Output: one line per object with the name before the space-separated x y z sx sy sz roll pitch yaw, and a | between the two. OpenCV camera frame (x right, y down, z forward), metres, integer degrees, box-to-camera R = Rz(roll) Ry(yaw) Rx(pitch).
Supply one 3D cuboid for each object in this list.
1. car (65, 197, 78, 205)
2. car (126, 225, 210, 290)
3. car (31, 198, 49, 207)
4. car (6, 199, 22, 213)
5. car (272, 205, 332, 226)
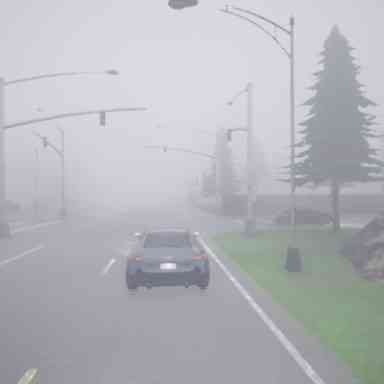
car | -23.182 1.761 63.664 1.845 1.501 3.633 0 0 -5
car | -0.682 1.609 9.271 1.994 1.385 4.181 0 0 -5
car | -25.557 1.745 56.028 1.970 1.475 3.806 0 0 -5
car | -21.083 1.598 37.715 2.007 1.523 4.514 0 0 -5
car | 7.803 1.641 23.408 4.181 1.385 1.994 0 0 -3
